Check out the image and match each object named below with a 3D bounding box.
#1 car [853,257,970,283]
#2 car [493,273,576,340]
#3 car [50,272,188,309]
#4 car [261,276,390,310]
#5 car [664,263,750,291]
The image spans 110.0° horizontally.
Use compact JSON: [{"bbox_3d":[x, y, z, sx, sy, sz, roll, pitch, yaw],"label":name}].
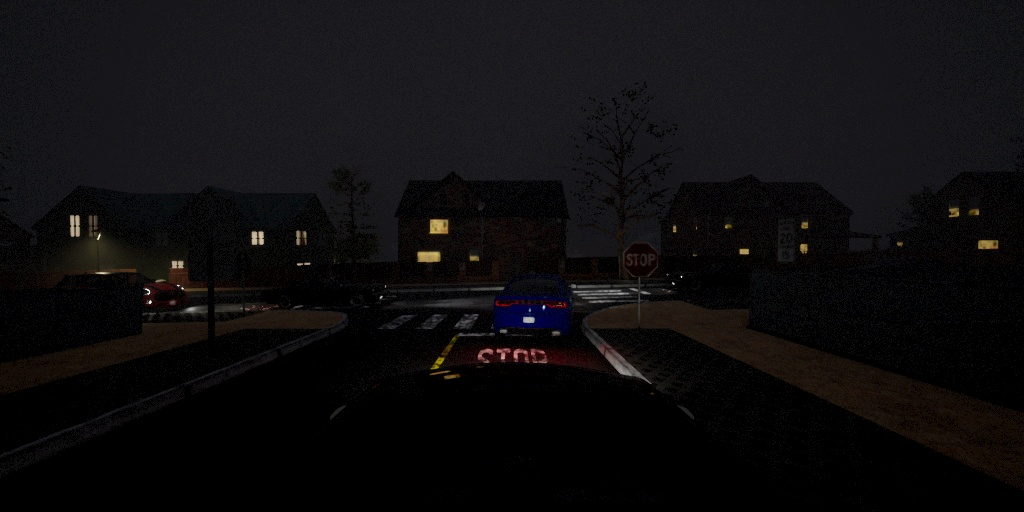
[{"bbox_3d":[20.051,0.753,18.342,5.357,1.411,2.033,-1,1,0],"label":"car"},{"bbox_3d":[0.784,1.226,10.165,1.882,1.535,5.008,0,0,10],"label":"car"},{"bbox_3d":[-16.803,1.472,15.360,4.553,1.767,2.097,-1,1,0],"label":"car"},{"bbox_3d":[-7.815,1.506,15.371,4.718,1.301,1.895,-1,1,0],"label":"car"},{"bbox_3d":[10.406,1.034,18.303,4.718,1.301,1.895,-1,1,-1],"label":"car"}]
